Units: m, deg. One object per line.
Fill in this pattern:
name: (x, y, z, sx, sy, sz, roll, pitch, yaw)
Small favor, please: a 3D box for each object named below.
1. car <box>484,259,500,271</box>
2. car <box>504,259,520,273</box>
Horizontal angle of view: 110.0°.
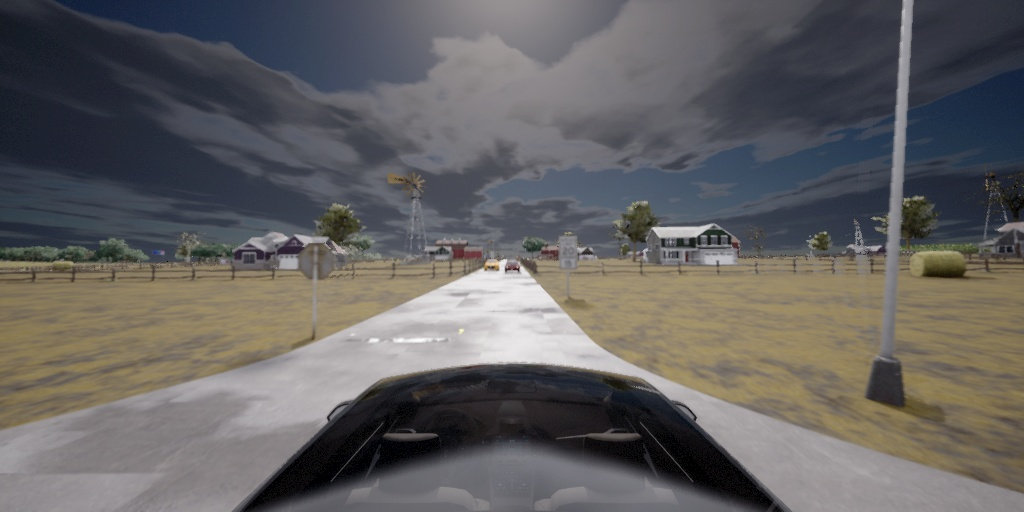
car: (-2.706, 1.224, 48.964, 1.882, 1.535, 5.008, 0, 0, 0)
car: (0.039, 1.338, 44.395, 1.895, 1.301, 4.718, 0, 0, 0)
